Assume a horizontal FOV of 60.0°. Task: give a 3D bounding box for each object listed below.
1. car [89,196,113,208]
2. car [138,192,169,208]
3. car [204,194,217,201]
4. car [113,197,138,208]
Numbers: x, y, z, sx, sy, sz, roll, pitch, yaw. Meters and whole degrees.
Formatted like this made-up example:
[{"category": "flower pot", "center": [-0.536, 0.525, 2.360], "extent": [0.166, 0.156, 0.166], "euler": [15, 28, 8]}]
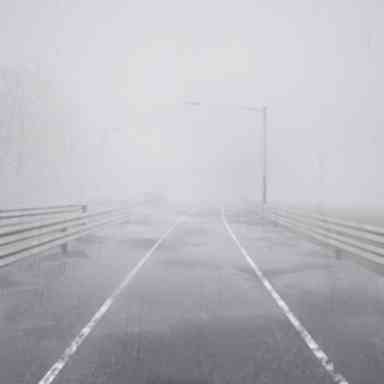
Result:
[{"category": "car", "center": [-11.842, 1.302, 44.592], "extent": [1.882, 1.535, 5.008], "euler": [0, 0, 12]}, {"category": "car", "center": [-4.788, 1.046, 44.162], "extent": [2.150, 2.045, 5.566], "euler": [0, 0, 12]}, {"category": "car", "center": [4.371, 1.445, 81.750], "extent": [2.033, 1.411, 5.357], "euler": [0, 0, 15]}, {"category": "car", "center": [-8.306, 1.350, 44.353], "extent": [1.812, 1.442, 4.674], "euler": [0, 0, 12]}]
